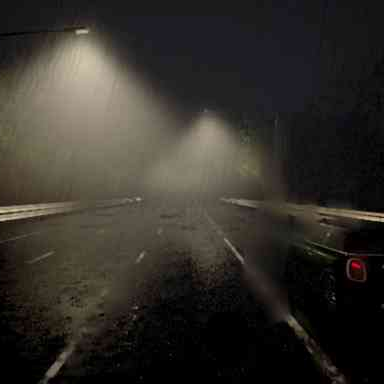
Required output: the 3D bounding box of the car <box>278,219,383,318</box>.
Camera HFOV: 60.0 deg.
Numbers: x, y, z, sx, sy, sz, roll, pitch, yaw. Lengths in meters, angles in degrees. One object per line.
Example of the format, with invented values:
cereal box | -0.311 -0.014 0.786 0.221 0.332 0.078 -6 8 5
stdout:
car | 3.526 1.390 7.699 2.097 1.767 4.553 0 0 -1
